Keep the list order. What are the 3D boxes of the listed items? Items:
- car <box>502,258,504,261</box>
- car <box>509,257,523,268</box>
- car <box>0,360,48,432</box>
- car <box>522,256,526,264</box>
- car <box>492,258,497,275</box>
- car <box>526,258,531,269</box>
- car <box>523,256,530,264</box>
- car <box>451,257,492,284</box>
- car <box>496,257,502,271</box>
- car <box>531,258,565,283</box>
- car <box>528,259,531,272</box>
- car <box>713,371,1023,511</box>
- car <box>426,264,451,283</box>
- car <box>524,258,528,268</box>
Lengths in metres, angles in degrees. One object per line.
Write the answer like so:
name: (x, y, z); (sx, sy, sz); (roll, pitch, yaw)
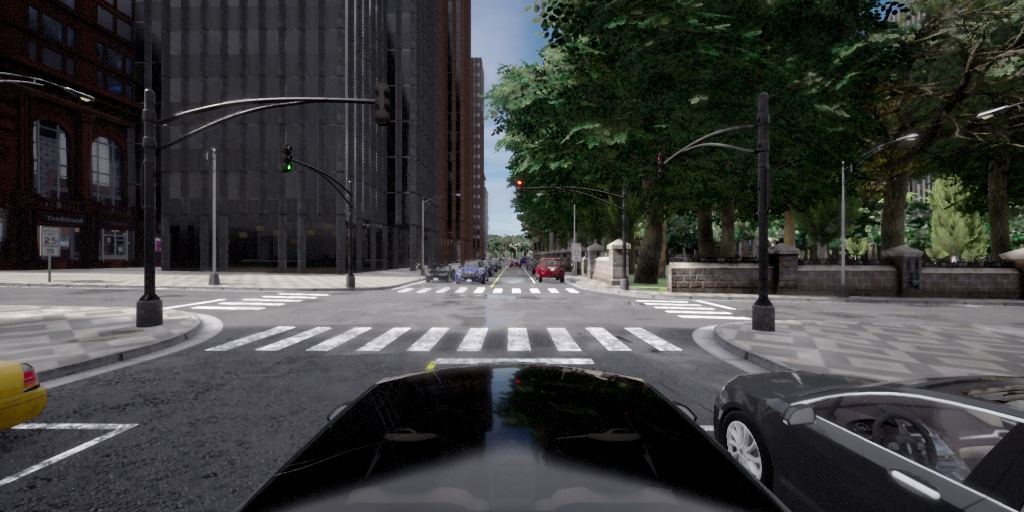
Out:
car: (-2.664, 1.354, 55.429); (1.994, 1.385, 4.181); (0, 0, 1)
car: (0.536, 1.323, 61.252); (1.812, 1.442, 4.674); (0, 0, 0)
car: (-5.766, 1.275, 1.602); (1.751, 1.417, 4.829); (0, 0, 0)
car: (3.211, 1.237, 61.118); (1.967, 1.591, 4.097); (0, 0, 0)
car: (-2.842, 1.273, 35.942); (1.837, 1.490, 4.892); (0, 0, 1)
car: (3.087, 1.329, 44.748); (2.007, 1.370, 4.403); (0, 0, 0)
car: (3.170, 1.231, 55.661); (1.967, 1.591, 4.097); (0, 0, 0)
car: (-2.912, 1.112, 26.839); (2.097, 1.767, 4.553); (0, 0, 0)
car: (-2.764, 1.270, 45.439); (2.128, 1.511, 4.902); (0, 0, 0)
car: (2.963, 1.075, 28.380); (2.192, 1.841, 5.009); (0, 0, 0)
car: (3.046, 1.338, 39.292); (1.948, 1.339, 4.313); (0, 0, 0)
car: (2.760, 1.300, 1.716); (2.007, 1.370, 4.403); (0, 0, 0)
car: (-5.562, 1.326, 28.436); (1.948, 1.339, 4.313); (0, 0, 0)
car: (3.129, 1.335, 50.205); (2.007, 1.370, 4.403); (0, 0, 0)
